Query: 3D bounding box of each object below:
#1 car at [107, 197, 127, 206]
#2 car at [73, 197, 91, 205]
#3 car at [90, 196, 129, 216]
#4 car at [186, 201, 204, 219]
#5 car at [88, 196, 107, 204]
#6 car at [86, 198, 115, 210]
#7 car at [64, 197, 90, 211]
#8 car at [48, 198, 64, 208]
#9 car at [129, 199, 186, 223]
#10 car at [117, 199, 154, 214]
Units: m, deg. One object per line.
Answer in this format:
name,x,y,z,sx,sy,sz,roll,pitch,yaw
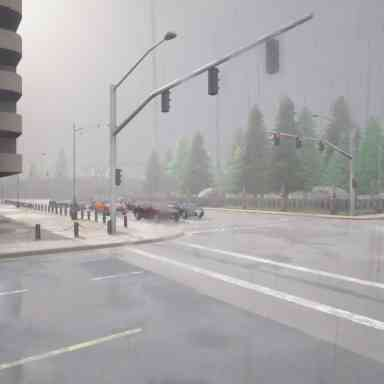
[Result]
car,-13.245,1.581,58.590,1.812,1.442,4.674,0,0,-36
car,-20.823,1.656,62.939,1.895,1.301,4.718,0,0,-36
car,-8.343,1.407,33.925,2.097,1.767,4.553,0,0,-36
car,-0.891,1.547,29.735,2.128,1.511,4.902,0,0,-36
car,-18.755,1.547,66.031,2.128,1.511,4.902,0,0,-36
car,-12.572,1.603,45.560,2.033,1.411,5.357,0,0,-36
car,-13.770,1.547,41.287,2.128,1.511,4.902,0,0,-36
car,-20.040,1.603,49.838,2.033,1.411,5.357,0,0,-36
car,-2.876,1.533,26.530,1.882,1.535,5.008,0,0,-36
car,-6.407,1.547,37.203,2.128,1.511,4.902,0,0,-36
